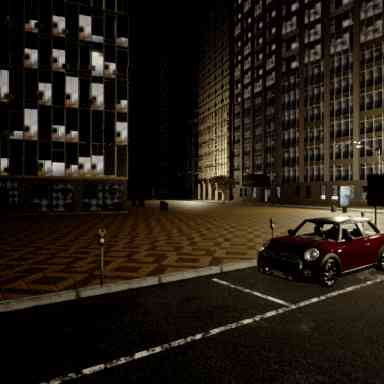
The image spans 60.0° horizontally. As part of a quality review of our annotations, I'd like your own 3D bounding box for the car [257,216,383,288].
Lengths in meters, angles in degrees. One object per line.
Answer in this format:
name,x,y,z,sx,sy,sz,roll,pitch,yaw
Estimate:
car,3.687,1.441,9.193,4.097,1.590,1.967,0,0,-36
